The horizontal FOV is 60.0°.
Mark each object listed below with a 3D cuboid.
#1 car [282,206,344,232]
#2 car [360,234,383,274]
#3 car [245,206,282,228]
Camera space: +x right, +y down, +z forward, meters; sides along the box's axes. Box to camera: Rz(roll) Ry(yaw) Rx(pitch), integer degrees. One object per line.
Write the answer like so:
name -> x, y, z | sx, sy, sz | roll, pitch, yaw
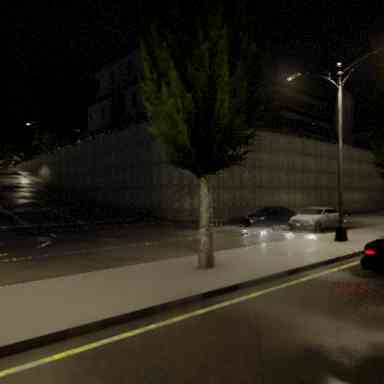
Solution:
car -> 8.155, 1.697, 21.627 | 4.674, 1.442, 1.812 | 0, -1, -41
car -> 6.832, 1.603, 9.702 | 5.357, 1.411, 2.033 | 0, -1, -41
car -> 5.862, 1.743, 24.281 | 4.674, 1.442, 1.812 | 0, -1, -40
